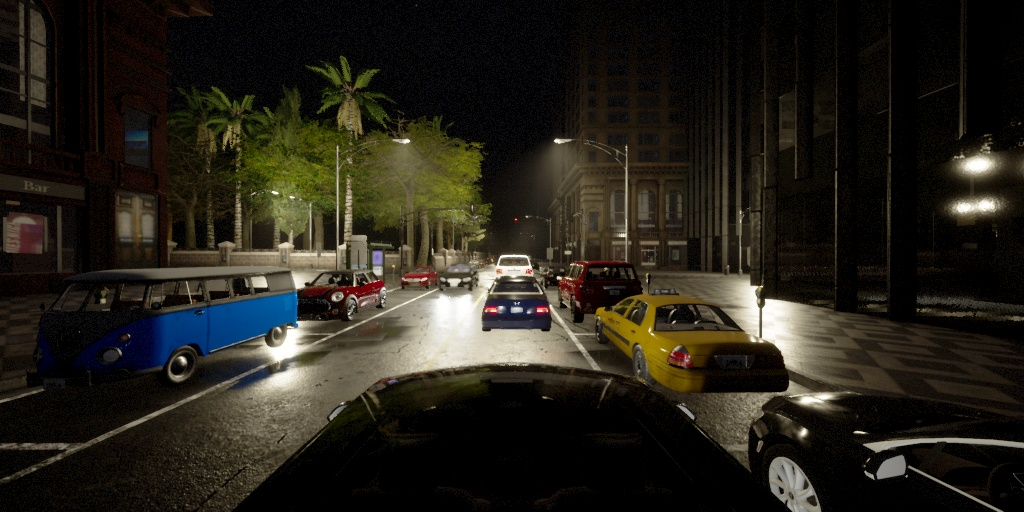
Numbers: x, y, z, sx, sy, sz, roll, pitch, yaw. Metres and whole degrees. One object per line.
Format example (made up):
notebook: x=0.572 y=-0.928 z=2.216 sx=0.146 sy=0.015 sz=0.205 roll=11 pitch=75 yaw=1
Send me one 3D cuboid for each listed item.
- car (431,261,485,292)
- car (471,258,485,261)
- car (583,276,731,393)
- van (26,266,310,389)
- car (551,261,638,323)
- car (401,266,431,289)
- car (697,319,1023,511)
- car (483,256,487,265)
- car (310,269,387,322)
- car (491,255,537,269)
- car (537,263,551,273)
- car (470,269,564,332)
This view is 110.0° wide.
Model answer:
car: x=-3.016 y=1.238 z=21.211 sx=2.128 sy=1.511 sz=4.902 roll=0 pitch=0 yaw=0
car: x=-5.739 y=1.275 z=54.748 sx=2.007 sy=1.370 sz=4.403 roll=0 pitch=0 yaw=0
car: x=2.764 y=1.275 z=6.761 sx=1.751 sy=1.417 sz=4.829 roll=0 pitch=0 yaw=0
van: x=-5.761 y=1.090 z=6.609 sx=1.690 sy=1.789 sz=3.998 roll=0 pitch=0 yaw=0
car: x=2.767 y=1.063 z=12.016 sx=2.192 sy=1.841 sz=5.009 roll=0 pitch=0 yaw=0
car: x=-5.754 y=1.327 z=22.888 sx=1.802 sy=1.307 sz=4.207 roll=0 pitch=0 yaw=0
car: x=2.762 y=1.300 z=1.165 sx=2.007 sy=1.370 sz=4.403 roll=0 pitch=0 yaw=0
car: x=-5.737 y=1.159 z=60.168 sx=1.967 sy=1.591 sz=4.097 roll=0 pitch=0 yaw=0
car: x=-5.759 y=1.188 z=12.036 sx=1.967 sy=1.591 sz=4.097 roll=0 pitch=0 yaw=0
car: x=0.109 y=0.968 z=21.408 sx=2.150 sy=2.045 sz=5.566 roll=0 pitch=0 yaw=0
car: x=2.772 y=1.310 z=22.867 sx=1.948 sy=1.339 sz=4.313 roll=0 pitch=0 yaw=0
car: x=0.106 y=1.296 z=10.837 sx=2.033 sy=1.411 sz=5.357 roll=0 pitch=0 yaw=0
